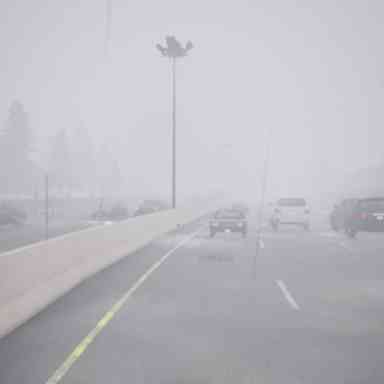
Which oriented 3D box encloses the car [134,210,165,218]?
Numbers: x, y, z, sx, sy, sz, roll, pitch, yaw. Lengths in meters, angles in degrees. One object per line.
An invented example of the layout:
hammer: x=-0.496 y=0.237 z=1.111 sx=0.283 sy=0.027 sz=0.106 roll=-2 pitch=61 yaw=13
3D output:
car: x=-3.416 y=1.384 z=28.730 sx=2.097 sy=1.767 sz=4.553 roll=0 pitch=0 yaw=10

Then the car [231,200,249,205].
car: x=5.199 y=1.606 z=36.060 sx=1.812 sy=1.442 sz=4.674 roll=0 pitch=0 yaw=10

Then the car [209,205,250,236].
car: x=2.132 y=1.640 z=18.662 sx=1.895 sy=1.301 sz=4.718 roll=0 pitch=0 yaw=10

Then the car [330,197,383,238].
car: x=9.101 y=1.289 z=17.928 sx=2.150 sy=2.045 sz=5.566 roll=0 pitch=0 yaw=10

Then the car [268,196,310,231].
car: x=6.191 y=1.282 z=21.600 sx=2.150 sy=2.045 sz=5.566 roll=0 pitch=0 yaw=10
